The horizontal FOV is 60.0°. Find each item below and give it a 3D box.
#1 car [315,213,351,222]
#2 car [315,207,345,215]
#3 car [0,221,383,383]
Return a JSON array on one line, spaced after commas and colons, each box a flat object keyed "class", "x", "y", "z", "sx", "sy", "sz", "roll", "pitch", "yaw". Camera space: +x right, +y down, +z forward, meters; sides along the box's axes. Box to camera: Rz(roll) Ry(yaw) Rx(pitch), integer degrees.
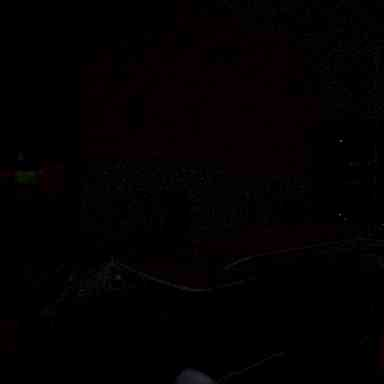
[{"class": "car", "x": 4.548, "y": 1.403, "z": 6.023, "sx": 5.009, "sy": 1.841, "sz": 2.192, "roll": 1, "pitch": 1, "yaw": -35}, {"class": "car", "x": 12.714, "y": 2.170, "z": 32.133, "sx": 1.895, "sy": 1.301, "sz": 4.718, "roll": 2, "pitch": -2, "yaw": -36}, {"class": "car", "x": 0.043, "y": 1.334, "z": 2.813, "sx": 5.009, "sy": 1.841, "sz": 2.192, "roll": 1, "pitch": 1, "yaw": -35}]
